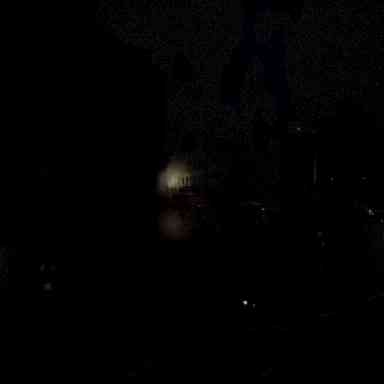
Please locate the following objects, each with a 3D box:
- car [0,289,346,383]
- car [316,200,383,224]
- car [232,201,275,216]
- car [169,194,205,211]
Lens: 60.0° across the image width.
[{"bbox_3d":[-0.636,1.566,2.350,4.313,1.339,1.947,0,0,-36],"label":"car"},{"bbox_3d":[11.541,1.380,24.351,2.097,1.767,4.553,1,0,-36],"label":"car"},{"bbox_3d":[5.857,1.574,32.303,1.812,1.442,4.674,1,0,-35],"label":"car"},{"bbox_3d":[-0.705,1.294,41.539,2.150,2.045,5.566,1,-1,-35],"label":"car"}]
